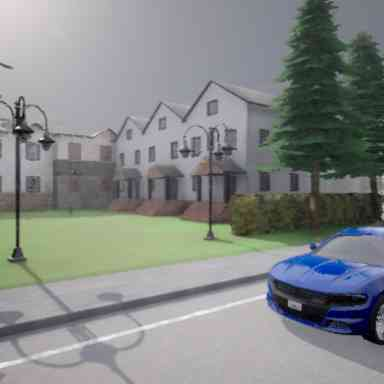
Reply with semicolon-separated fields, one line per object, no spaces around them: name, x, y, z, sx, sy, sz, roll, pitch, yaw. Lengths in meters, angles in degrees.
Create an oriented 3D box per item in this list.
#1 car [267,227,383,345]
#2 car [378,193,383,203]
car;3.609;1.463;6.540;5.008;1.535;1.882;0;0;-35
car;29.749;0.991;50.977;1.932;1.855;4.605;0;0;-36
